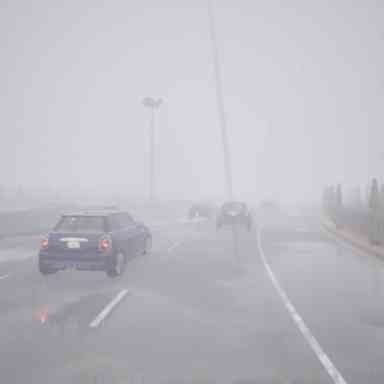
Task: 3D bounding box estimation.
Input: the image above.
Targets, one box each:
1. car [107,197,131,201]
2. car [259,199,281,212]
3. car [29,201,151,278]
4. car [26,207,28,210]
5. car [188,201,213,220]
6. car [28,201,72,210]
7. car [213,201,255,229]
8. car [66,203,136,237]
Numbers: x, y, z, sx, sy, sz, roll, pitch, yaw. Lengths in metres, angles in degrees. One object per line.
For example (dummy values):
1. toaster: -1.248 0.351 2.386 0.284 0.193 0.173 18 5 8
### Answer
1. car: -10.479 1.424 46.725 2.128 1.511 4.902 0 0 24
2. car: 9.092 1.493 38.714 1.882 1.535 5.008 0 0 23
3. car: -2.712 1.332 10.380 2.097 1.767 4.553 0 0 6
4. car: -13.031 1.483 30.196 1.994 1.385 4.181 0 0 17
5. car: 1.140 1.491 28.006 1.837 1.490 4.892 0 0 18
6. car: -10.445 1.534 26.641 1.895 1.301 4.718 0 0 15
7. car: 2.962 1.349 21.766 2.097 1.767 4.553 1 0 14
8. car: -4.913 1.469 18.816 1.837 1.490 4.892 0 0 11
